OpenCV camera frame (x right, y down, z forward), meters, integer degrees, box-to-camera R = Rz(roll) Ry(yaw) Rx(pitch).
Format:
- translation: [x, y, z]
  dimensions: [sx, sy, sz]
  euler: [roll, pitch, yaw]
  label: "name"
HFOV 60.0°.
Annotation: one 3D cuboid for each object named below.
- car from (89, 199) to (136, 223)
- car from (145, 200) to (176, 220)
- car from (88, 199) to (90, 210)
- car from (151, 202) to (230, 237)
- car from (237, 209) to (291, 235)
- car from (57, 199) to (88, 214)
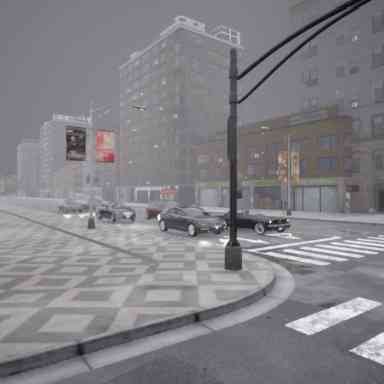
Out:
- translation: [-6.267, 1.585, 27.130]
  dimensions: [2.128, 1.511, 4.902]
  euler: [0, 0, -36]
  label: "car"
- translation: [-1.947, 1.435, 26.727]
  dimensions: [2.097, 1.767, 4.553]
  euler: [0, 0, -36]
  label: "car"
- translation: [-11.871, 1.642, 40.397]
  dimensions: [1.837, 1.490, 4.892]
  euler: [0, -1, -36]
  label: "car"
- translation: [-0.163, 1.558, 18.741]
  dimensions: [1.837, 1.490, 4.892]
  euler: [0, 0, -36]
  label: "car"
- translation: [3.381, 1.648, 19.403]
  dimensions: [1.895, 1.301, 4.718]
  euler: [0, 0, -36]
  label: "car"
- translation: [-13.755, 1.633, 37.452]
  dimensions: [1.837, 1.490, 4.892]
  euler: [0, 1, -36]
  label: "car"
